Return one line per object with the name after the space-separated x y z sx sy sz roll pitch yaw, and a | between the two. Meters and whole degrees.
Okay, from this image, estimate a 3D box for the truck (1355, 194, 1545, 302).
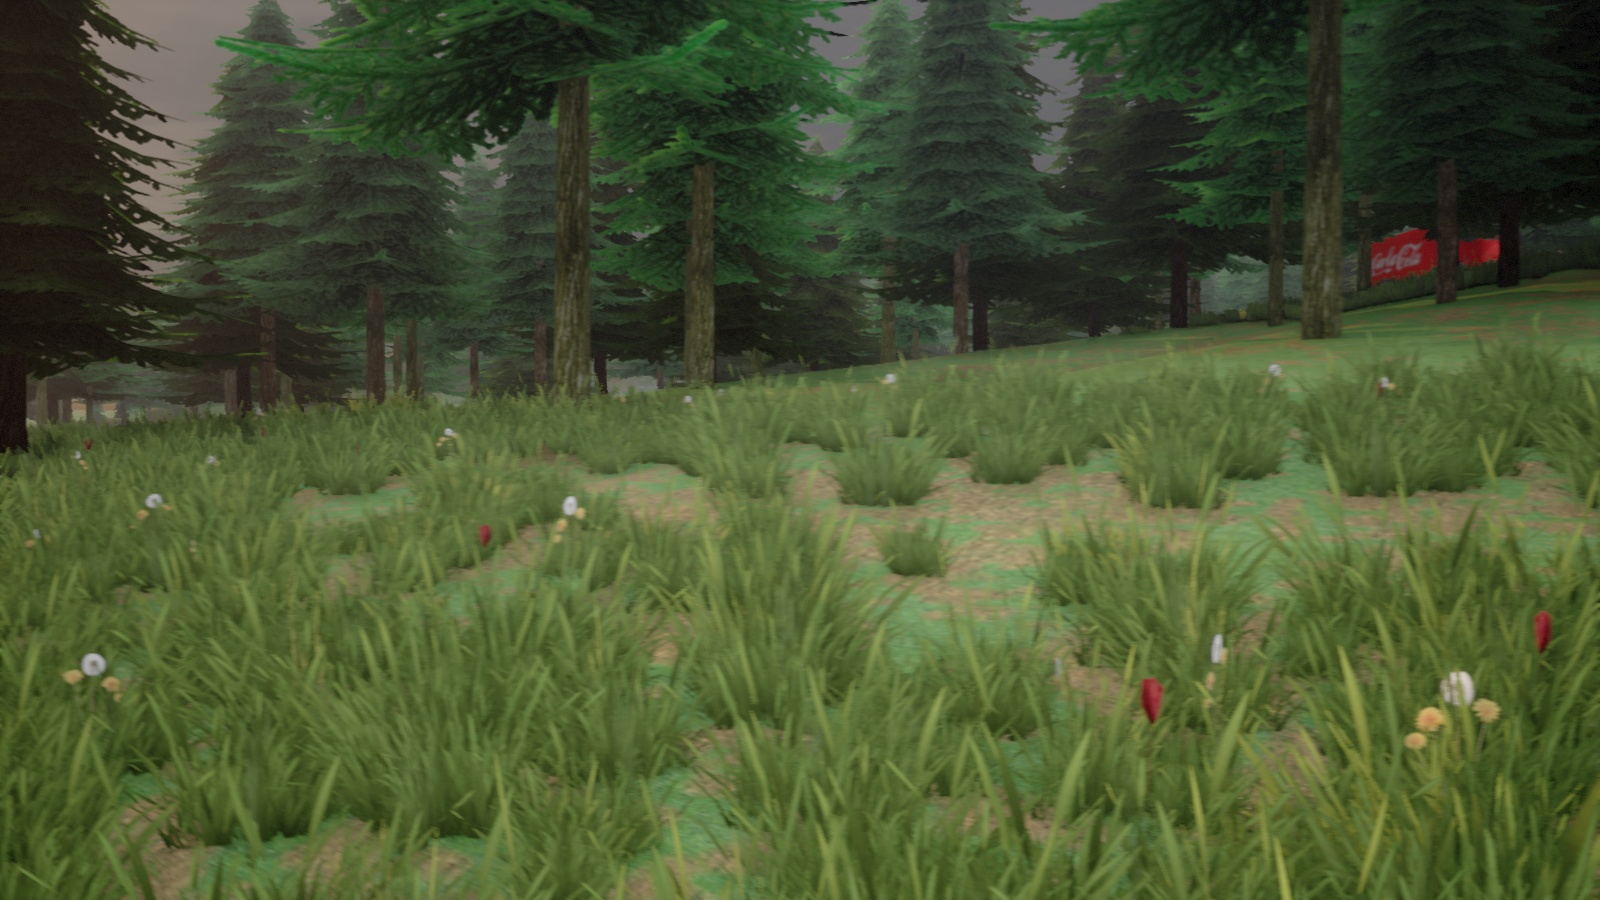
22.056 -6.774 42.905 2.627 2.467 5.204 -1 -4 -20 | truck
